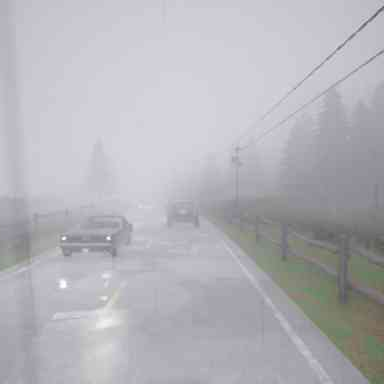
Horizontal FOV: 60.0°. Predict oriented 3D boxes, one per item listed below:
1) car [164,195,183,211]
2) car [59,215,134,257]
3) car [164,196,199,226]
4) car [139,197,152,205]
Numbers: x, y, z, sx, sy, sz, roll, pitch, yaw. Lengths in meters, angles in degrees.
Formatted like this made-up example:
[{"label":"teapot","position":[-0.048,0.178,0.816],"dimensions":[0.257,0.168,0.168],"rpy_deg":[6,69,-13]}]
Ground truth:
[{"label":"car","position":[-2.312,1.321,40.852],"dimensions":[2.097,1.767,4.553],"rpy_deg":[0,0,-7]},{"label":"car","position":[-3.513,1.591,13.007],"dimensions":[1.895,1.301,4.718],"rpy_deg":[0,0,-2]},{"label":"car","position":[-0.686,1.334,23.177],"dimensions":[2.097,1.767,4.553],"rpy_deg":[0,0,-4]},{"label":"car","position":[-7.832,1.522,55.713],"dimensions":[1.994,1.385,4.181],"rpy_deg":[0,0,-9]}]
